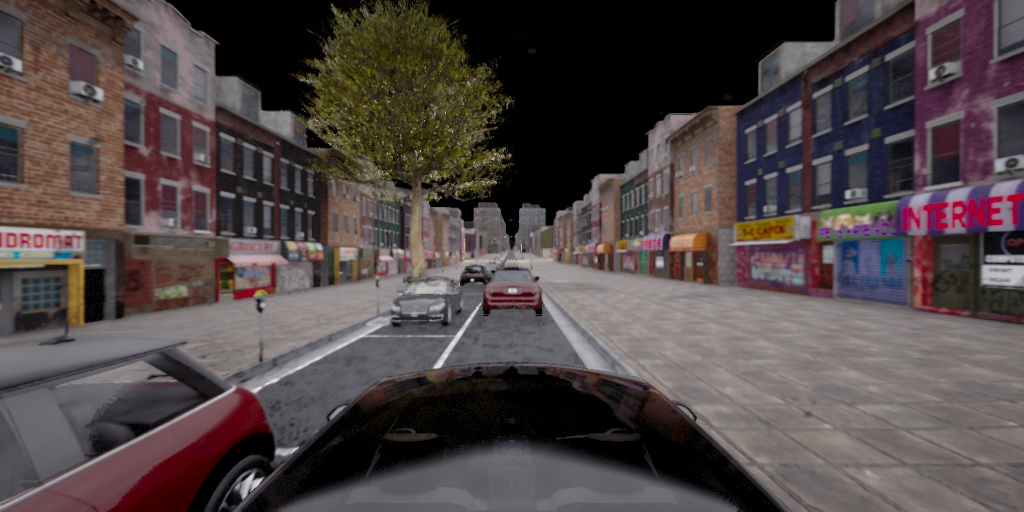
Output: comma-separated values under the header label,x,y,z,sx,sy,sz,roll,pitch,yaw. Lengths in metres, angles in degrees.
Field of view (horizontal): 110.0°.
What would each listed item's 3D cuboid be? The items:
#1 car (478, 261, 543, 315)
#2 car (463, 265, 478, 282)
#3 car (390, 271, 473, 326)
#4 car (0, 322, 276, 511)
label,x,y,z,sx,sy,sz,roll,pitch,yaw
car,0.040,1.199,14.132,2.097,1.767,4.553,0,0,0
car,-2.754,1.431,27.276,1.837,1.490,4.892,0,0,0
car,-2.640,1.383,11.892,2.007,1.370,4.403,0,0,0
car,-2.638,1.182,0.821,1.967,1.591,4.097,0,0,0
